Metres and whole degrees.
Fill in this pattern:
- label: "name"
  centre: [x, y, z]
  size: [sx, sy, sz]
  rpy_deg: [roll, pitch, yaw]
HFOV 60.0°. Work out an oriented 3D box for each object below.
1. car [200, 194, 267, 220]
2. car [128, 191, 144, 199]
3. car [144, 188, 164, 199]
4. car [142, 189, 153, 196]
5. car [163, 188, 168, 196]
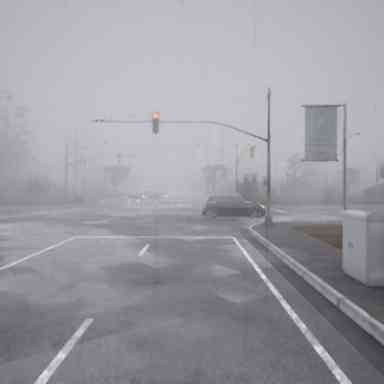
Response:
- label: "car"
  centre: [2.833, 0.961, 23.189]
  size: [4.553, 1.767, 2.097]
  rpy_deg: [0, 1, -3]
- label: "car"
  centre: [-10.229, 0.503, 60.017]
  size: [1.812, 1.442, 4.674]
  rpy_deg: [0, 1, 1]
- label: "car"
  centre: [-6.723, 0.526, 59.992]
  size: [2.033, 1.411, 5.357]
  rpy_deg: [0, 1, 1]
- label: "car"
  centre: [-10.115, 0.120, 76.254]
  size: [1.895, 1.301, 4.718]
  rpy_deg: [0, 2, 0]
- label: "car"
  centre: [-6.612, -0.114, 76.355]
  size: [2.097, 1.767, 4.553]
  rpy_deg: [0, 2, 0]
